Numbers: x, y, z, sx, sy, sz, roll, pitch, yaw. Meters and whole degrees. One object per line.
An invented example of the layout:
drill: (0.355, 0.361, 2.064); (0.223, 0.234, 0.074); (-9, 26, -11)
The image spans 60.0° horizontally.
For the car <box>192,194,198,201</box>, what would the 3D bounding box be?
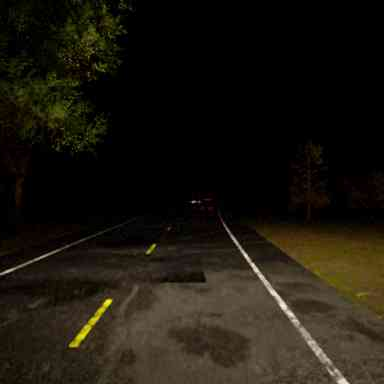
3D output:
car: (1.171, 1.310, 75.319); (1.882, 1.535, 5.008); (0, 0, 7)

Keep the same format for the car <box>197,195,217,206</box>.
car: (2.412, 1.385, 52.212); (2.128, 1.511, 4.902); (0, 0, 5)

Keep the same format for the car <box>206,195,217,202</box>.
car: (4.184, 1.380, 70.996); (2.033, 1.411, 5.357); (0, 0, 7)
